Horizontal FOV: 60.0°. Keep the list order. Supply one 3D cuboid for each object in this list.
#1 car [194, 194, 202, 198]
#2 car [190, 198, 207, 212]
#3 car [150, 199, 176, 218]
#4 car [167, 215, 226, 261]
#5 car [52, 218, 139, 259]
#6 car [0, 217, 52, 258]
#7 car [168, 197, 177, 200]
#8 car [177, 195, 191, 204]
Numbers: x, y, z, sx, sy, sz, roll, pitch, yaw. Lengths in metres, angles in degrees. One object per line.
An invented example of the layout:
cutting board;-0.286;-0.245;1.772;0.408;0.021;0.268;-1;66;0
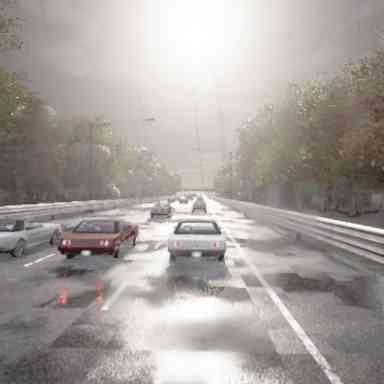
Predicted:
car;2.174;2.045;92.243;1.837;1.490;4.892;1;0;1
car;0.973;1.829;43.720;2.033;1.411;5.357;1;0;1
car;-2.821;1.726;31.813;2.033;1.411;5.357;1;0;1
car;0.206;1.688;12.668;1.895;1.301;4.718;1;0;1
car;-3.296;1.657;12.756;1.895;1.301;4.718;1;0;1
car;-6.794;1.625;12.843;1.895;1.301;4.718;1;0;1
car;-5.084;1.956;81.926;2.128;1.511;4.902;1;0;1
car;-1.734;1.955;75.803;1.812;1.442;4.674;1;0;1
